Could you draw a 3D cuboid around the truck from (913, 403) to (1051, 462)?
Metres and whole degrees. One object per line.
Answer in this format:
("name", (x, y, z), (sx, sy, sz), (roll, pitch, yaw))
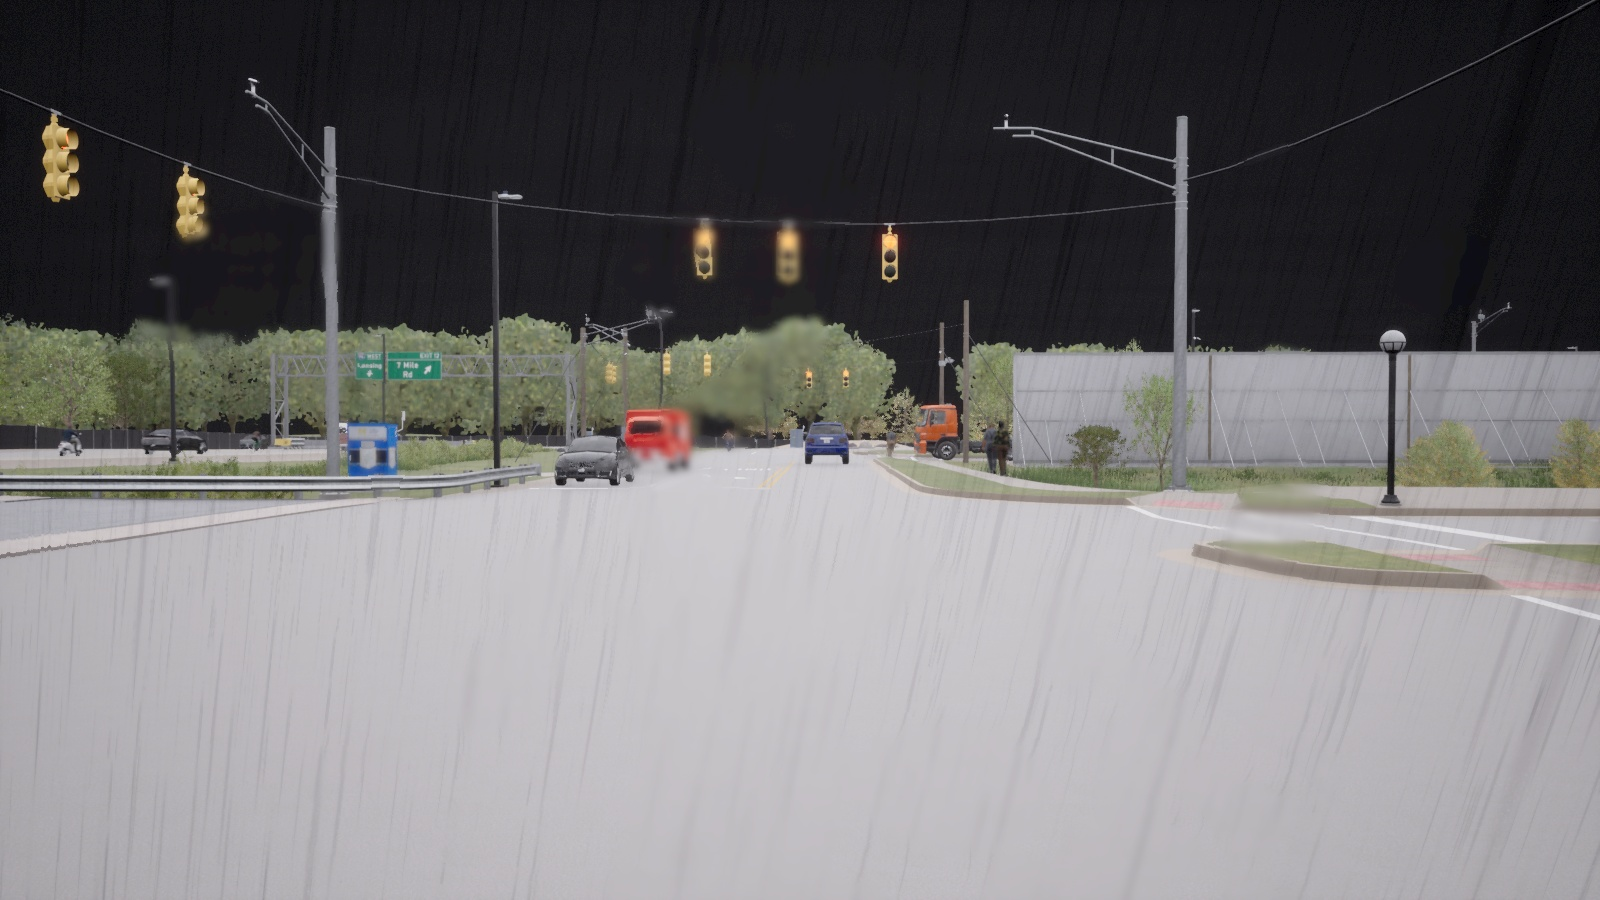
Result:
("truck", (11.123, -1.089, 77.374), (7.936, 3.462, 2.891), (1, 2, -4))

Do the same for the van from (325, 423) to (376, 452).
("van", (-32.800, -0.901, 91.695), (2.069, 2.038, 4.480), (0, 0, 1))

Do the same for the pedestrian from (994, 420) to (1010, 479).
("pedestrian", (6.688, -0.035, 41.558), (0.395, 1.930, 0.692), (0, 2, 1))

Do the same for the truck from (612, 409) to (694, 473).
("truck", (-5.932, -0.381, 51.390), (2.627, 2.467, 5.204), (0, 1, 1))

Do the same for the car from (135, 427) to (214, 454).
("car", (-36.649, -0.565, 73.757), (2.128, 1.511, 4.902), (0, 0, 1))

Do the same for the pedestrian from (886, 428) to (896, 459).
("pedestrian", (5.620, -0.409, 77.382), (0.540, 1.848, 0.694), (0, 2, 0))

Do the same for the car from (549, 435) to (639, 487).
("car", (-6.251, 0.292, 38.678), (1.837, 1.490, 4.892), (0, 1, 2))

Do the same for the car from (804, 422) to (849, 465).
("car", (1.361, -0.350, 62.966), (2.150, 2.045, 5.566), (0, 1, 2))

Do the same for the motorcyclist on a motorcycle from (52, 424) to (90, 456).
("motorcyclist on a motorcycle", (-36.849, -0.507, 63.480), (0.866, 1.590, 1.817), (0, 0, 1))

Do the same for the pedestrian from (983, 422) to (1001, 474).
("pedestrian", (6.880, -0.064, 45.049), (0.540, 1.848, 0.694), (0, 2, 2))
